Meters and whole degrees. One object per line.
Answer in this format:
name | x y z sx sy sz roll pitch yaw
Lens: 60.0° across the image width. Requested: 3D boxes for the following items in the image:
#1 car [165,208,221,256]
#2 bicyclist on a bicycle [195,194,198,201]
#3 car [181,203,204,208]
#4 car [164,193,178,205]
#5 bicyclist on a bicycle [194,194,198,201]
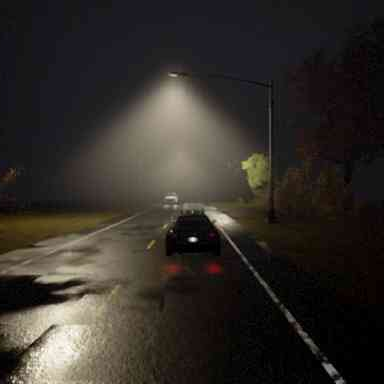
car | 0.050 1.557 13.152 1.994 1.385 4.181 0 0 1
bicyclist on a bicycle | 0.983 1.300 68.827 0.659 1.776 1.843 0 0 0
car | 0.047 1.582 27.392 1.895 1.301 4.718 0 0 1
car | -3.540 1.169 57.347 2.150 2.045 5.566 0 0 1
bicyclist on a bicycle | 0.983 1.357 77.829 0.866 1.612 1.509 0 0 0
